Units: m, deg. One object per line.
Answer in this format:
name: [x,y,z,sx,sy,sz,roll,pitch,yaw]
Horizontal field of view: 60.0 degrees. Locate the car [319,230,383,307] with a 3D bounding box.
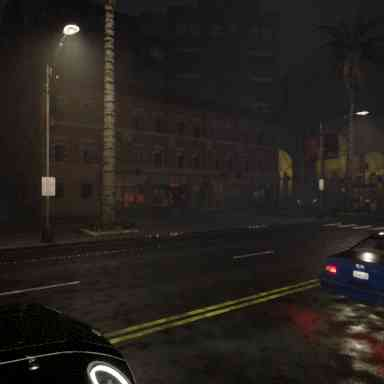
car: [5.093,1.547,7.473,5.357,1.411,2.033,0,0,-36]

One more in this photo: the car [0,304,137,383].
car: [-2.539,1.352,1.880,4.553,1.767,2.097,0,0,-36]
